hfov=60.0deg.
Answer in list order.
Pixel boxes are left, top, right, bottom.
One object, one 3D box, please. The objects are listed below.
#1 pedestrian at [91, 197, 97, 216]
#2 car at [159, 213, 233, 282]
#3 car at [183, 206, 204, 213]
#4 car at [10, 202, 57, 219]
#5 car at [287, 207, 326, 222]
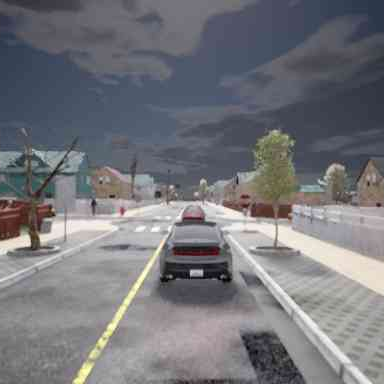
[{"bbox_3d":[-9.614,1.380,32.536,0.375,1.860,0.375,0,-3,0],"label":"pedestrian"},{"bbox_3d":[0.101,1.612,10.017,1.837,1.490,4.892,0,0,0],"label":"car"},{"bbox_3d":[0.140,1.950,29.908,1.994,1.385,4.181,1,-2,0],"label":"car"},{"bbox_3d":[-13.435,1.474,26.676,5.008,1.535,1.882,1,-2,0],"label":"car"},{"bbox_3d":[11.039,2.101,29.575,5.008,1.535,1.882,1,-2,-1],"label":"car"}]
